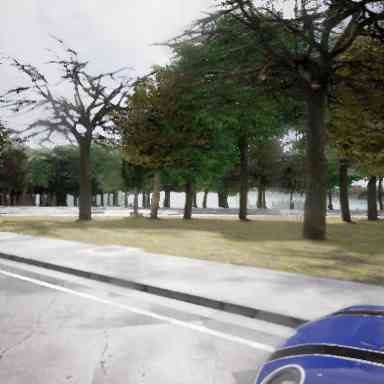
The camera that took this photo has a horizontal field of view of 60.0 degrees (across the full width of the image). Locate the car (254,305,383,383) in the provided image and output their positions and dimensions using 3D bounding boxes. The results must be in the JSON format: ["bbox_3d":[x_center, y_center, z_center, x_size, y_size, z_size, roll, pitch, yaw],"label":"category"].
[{"bbox_3d":[2.577,1.354,1.848,4.553,1.767,2.097,0,0,35],"label":"car"}]
